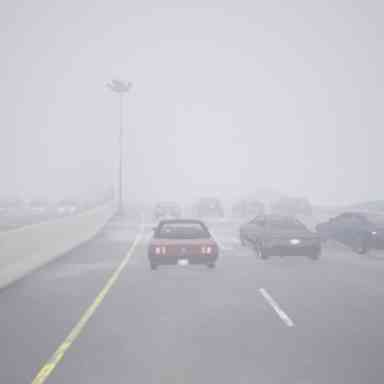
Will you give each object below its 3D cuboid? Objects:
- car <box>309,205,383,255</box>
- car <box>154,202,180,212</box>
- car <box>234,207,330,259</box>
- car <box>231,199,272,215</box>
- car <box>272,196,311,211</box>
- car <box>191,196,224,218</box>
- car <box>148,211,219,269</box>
[{"bbox_3d":[6.488,1.432,12.808,1.812,1.442,4.674,0,0,-4],"label":"car"},{"bbox_3d":[-2.105,1.436,26.852,1.895,1.301,4.718,0,0,-8],"label":"car"},{"bbox_3d":[3.025,1.480,12.223,1.994,1.385,4.181,0,0,-4],"label":"car"},{"bbox_3d":[4.700,1.303,28.446,2.128,1.511,4.902,0,0,-9],"label":"car"},{"bbox_3d":[8.270,1.158,28.232,2.097,1.767,4.553,0,0,-8],"label":"car"},{"bbox_3d":[1.200,1.172,28.168,2.097,1.767,4.553,0,0,-9],"label":"car"},{"bbox_3d":[-0.360,1.532,10.923,1.895,1.301,4.718,0,0,-3],"label":"car"}]
